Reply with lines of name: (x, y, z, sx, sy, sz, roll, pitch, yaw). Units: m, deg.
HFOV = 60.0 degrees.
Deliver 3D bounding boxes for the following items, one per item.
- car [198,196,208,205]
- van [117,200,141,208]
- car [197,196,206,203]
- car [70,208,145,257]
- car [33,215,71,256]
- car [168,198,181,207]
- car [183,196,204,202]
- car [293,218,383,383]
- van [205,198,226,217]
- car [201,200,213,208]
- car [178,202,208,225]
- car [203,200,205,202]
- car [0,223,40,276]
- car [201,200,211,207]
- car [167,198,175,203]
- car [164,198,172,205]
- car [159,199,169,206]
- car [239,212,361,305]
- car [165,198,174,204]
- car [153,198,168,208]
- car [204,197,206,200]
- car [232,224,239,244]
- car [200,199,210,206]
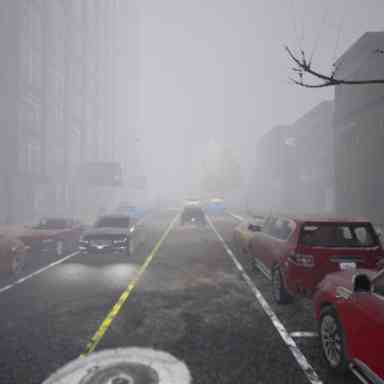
car: (2.640, 2.007, 80.270, 2.192, 1.841, 5.009, 1, 0, 0)
van: (-5.700, 1.623, 30.348, 1.690, 1.788, 3.998, 1, -1, 0)
car: (2.631, 2.091, 91.362, 2.192, 1.841, 5.009, 1, 0, 0)
car: (-3.109, 1.637, 13.686, 1.837, 1.490, 4.892, 0, 0, 0)
car: (-5.690, 1.677, 13.707, 1.887, 1.381, 4.507, 1, -1, 0)
car: (-3.054, 2.037, 61.386, 2.128, 1.511, 4.902, 0, -1, 0)
car: (0.065, 1.621, 43.893, 2.150, 2.045, 5.566, 0, 0, 0)
car: (2.702, 1.342, 2.622, 2.192, 1.841, 5.009, 1, -1, 0)
van: (2.675, 1.672, 35.901, 1.690, 1.788, 3.998, 1, 0, 0)
car: (2.655, 2.061, 58.085, 1.887, 1.381, 4.507, 1, 0, 0)
car: (0.079, 1.749, 26.188, 1.837, 1.490, 4.892, 0, -1, 0)
car: (2.668, 1.944, 41.446, 1.947, 1.339, 4.313, 1, 0, 0)
car: (-5.686, 1.662, 8.161, 1.802, 1.307, 4.206, 1, -1, 0)
car: (2.650, 2.143, 63.630, 1.802, 1.307, 4.206, 1, 0, 0)
car: (-5.752, 2.300, 91.181, 1.752, 1.417, 4.829, 1, 0, 0)
car: (-5.743, 2.216, 80.089, 1.752, 1.417, 4.829, 1, 0, 0)
car: (-5.734, 2.130, 68.997, 1.752, 1.417, 4.829, 1, 0, 0)
car: (2.698, 1.395, 8.170, 2.192, 1.841, 5.009, 1, -1, 0)
car: (-5.748, 2.300, 85.806, 1.947, 1.339, 4.313, 1, 0, 0)
car: (-5.726, 2.099, 58.076, 1.802, 1.307, 4.206, 1, 0, 0)
car: (2.665, 1.865, 46.992, 1.967, 1.590, 4.097, 1, 0, 0)
car: (2.690, 1.659, 13.885, 1.752, 1.417, 4.829, 1, -1, 0)
car: (2.646, 2.132, 69.346, 1.752, 1.417, 4.829, 1, 0, 0)
